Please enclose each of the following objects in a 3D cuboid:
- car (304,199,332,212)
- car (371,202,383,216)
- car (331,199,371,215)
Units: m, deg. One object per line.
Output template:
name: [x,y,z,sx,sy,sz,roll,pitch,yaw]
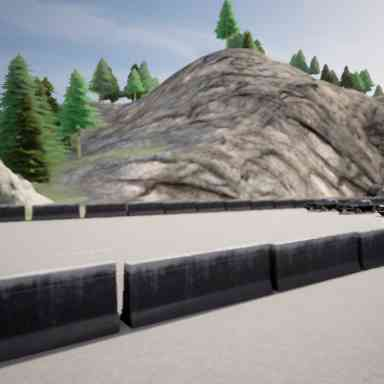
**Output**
car: [13.750,1.364,34.442,4.718,1.301,1.895,0,1,-34]
car: [18.350,1.364,29.105,5.357,1.411,2.033,0,1,-34]
car: [15.732,1.392,31.558,4.718,1.301,1.895,0,1,-34]
